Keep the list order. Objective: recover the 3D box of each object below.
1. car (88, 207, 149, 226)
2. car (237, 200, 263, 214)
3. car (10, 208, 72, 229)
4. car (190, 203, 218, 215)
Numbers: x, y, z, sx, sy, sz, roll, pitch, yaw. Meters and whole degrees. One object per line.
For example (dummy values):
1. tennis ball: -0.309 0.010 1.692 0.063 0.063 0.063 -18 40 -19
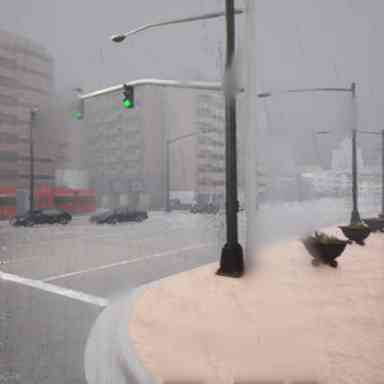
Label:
1. car: -5.944 1.994 27.737 2.033 1.411 5.357 -1 -1 35
2. car: 7.803 2.298 47.199 1.837 1.490 4.892 -1 -2 36
3. car: -11.582 1.960 25.830 1.812 1.442 4.674 -1 -1 35
4. car: 1.626 2.259 44.560 1.837 1.490 4.892 -1 -2 35
